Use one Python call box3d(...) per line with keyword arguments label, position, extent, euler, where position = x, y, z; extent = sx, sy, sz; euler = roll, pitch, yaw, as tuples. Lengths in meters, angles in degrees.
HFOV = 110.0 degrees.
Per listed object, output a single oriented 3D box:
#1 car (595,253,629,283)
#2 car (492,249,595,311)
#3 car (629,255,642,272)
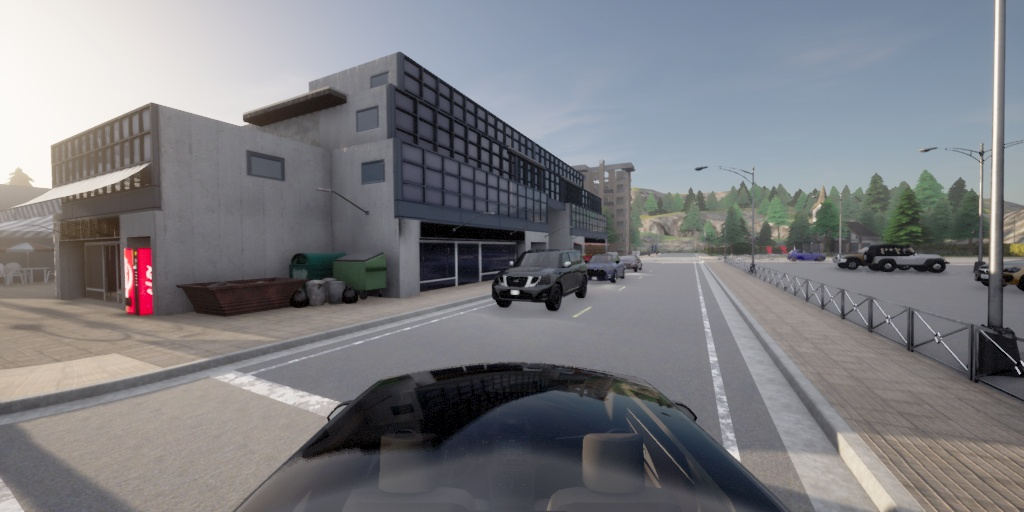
box3d(label="car", position=(5.742, 0.659, 22.596), extent=(2.097, 1.767, 4.553), euler=(0, 1, 27))
box3d(label="car", position=(1.329, 0.747, 13.804), extent=(2.150, 2.045, 5.566), euler=(0, 1, 27))
box3d(label="car", position=(10.337, 0.605, 31.738), extent=(1.812, 1.442, 4.674), euler=(0, 1, 27))
